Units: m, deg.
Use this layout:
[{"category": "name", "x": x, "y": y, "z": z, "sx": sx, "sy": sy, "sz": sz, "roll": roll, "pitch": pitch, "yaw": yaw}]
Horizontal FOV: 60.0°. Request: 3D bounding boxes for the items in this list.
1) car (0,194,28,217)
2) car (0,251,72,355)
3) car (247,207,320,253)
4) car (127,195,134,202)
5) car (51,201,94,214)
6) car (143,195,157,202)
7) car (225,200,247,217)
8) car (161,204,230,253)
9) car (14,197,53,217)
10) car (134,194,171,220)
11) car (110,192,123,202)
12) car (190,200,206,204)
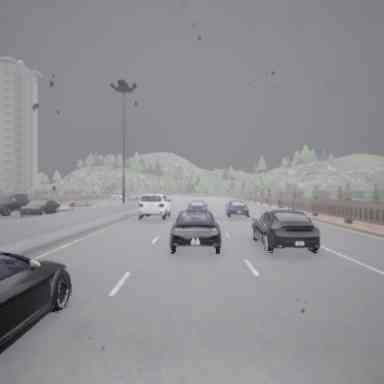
[{"category": "car", "x": -17.160, "y": 1.170, "z": 30.826, "sx": 2.150, "sy": 2.045, "sz": 5.566, "roll": 0, "pitch": 0, "yaw": 2}, {"category": "car", "x": -3.416, "y": 1.556, "z": 5.033, "sx": 1.994, "sy": 1.385, "sz": 4.181, "roll": 0, "pitch": 0, "yaw": 0}, {"category": "car", "x": 3.652, "y": 1.482, "z": 13.601, "sx": 1.837, "sy": 1.490, "sz": 4.892, "roll": 0, "pitch": 0, "yaw": 1}, {"category": "car", "x": -12.411, "y": 1.380, "z": 70.596, "sx": 1.812, "sy": 1.442, "sz": 4.674, "roll": 0, "pitch": 0, "yaw": 2}, {"category": "car", "x": -10.201, "y": 1.552, "z": 29.304, "sx": 1.895, "sy": 1.301, "sz": 4.718, "roll": 0, "pitch": 0, "yaw": 2}, {"category": "car", "x": -8.912, "y": 1.381, "z": 70.495, "sx": 2.128, "sy": 1.511, "sz": 4.902, "roll": 0, "pitch": 0, "yaw": 2}, {"category": "car", "x": 4.012, "y": 1.476, "z": 29.935, "sx": 1.812, "sy": 1.442, "sz": 4.674, "roll": 0, "pitch": 0, "yaw": 1}, {"category": "car", "x": 0.150, "y": 1.469, "z": 13.495, "sx": 2.128, "sy": 1.511, "sz": 4.902, "roll": 0, "pitch": 0, "yaw": 1}, {"category": "car", "x": -13.672, "y": 1.427, "z": 30.303, "sx": 1.882, "sy": 1.535, "sz": 5.008, "roll": 0, "pitch": 0, "yaw": 2}, {"category": "car", "x": -3.040, "y": 1.175, "z": 27.886, "sx": 2.150, "sy": 2.045, "sz": 5.566, "roll": 0, "pitch": 0, "yaw": 2}, {"category": "car", "x": -15.898, "y": 1.080, "z": 71.084, "sx": 2.150, "sy": 2.045, "sz": 5.566, "roll": 0, "pitch": 0, "yaw": 2}, {"category": "car", "x": 0.509, "y": 1.476, "z": 29.900, "sx": 1.812, "sy": 1.442, "sz": 4.674, "roll": 0, "pitch": 0, "yaw": 1}]
